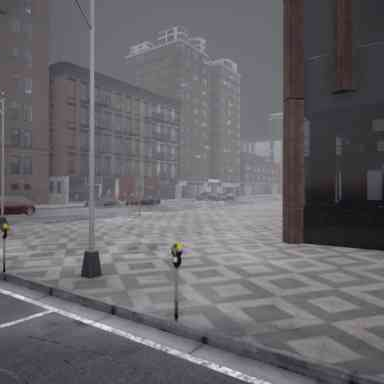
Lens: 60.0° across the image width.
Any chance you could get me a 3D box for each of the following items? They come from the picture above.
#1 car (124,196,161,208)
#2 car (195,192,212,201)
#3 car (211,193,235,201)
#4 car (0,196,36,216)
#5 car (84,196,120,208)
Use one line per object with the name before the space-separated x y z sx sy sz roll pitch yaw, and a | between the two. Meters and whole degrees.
car | -5.944 1.160 40.151 1.895 1.301 4.718 0 1 36
car | 2.502 0.799 57.318 1.837 1.490 4.892 0 1 36
car | 5.679 0.840 56.158 1.812 1.442 4.674 0 1 36
car | -15.304 1.136 27.128 2.097 1.767 4.553 0 1 36
car | -10.583 1.154 39.265 1.994 1.385 4.181 0 1 36
